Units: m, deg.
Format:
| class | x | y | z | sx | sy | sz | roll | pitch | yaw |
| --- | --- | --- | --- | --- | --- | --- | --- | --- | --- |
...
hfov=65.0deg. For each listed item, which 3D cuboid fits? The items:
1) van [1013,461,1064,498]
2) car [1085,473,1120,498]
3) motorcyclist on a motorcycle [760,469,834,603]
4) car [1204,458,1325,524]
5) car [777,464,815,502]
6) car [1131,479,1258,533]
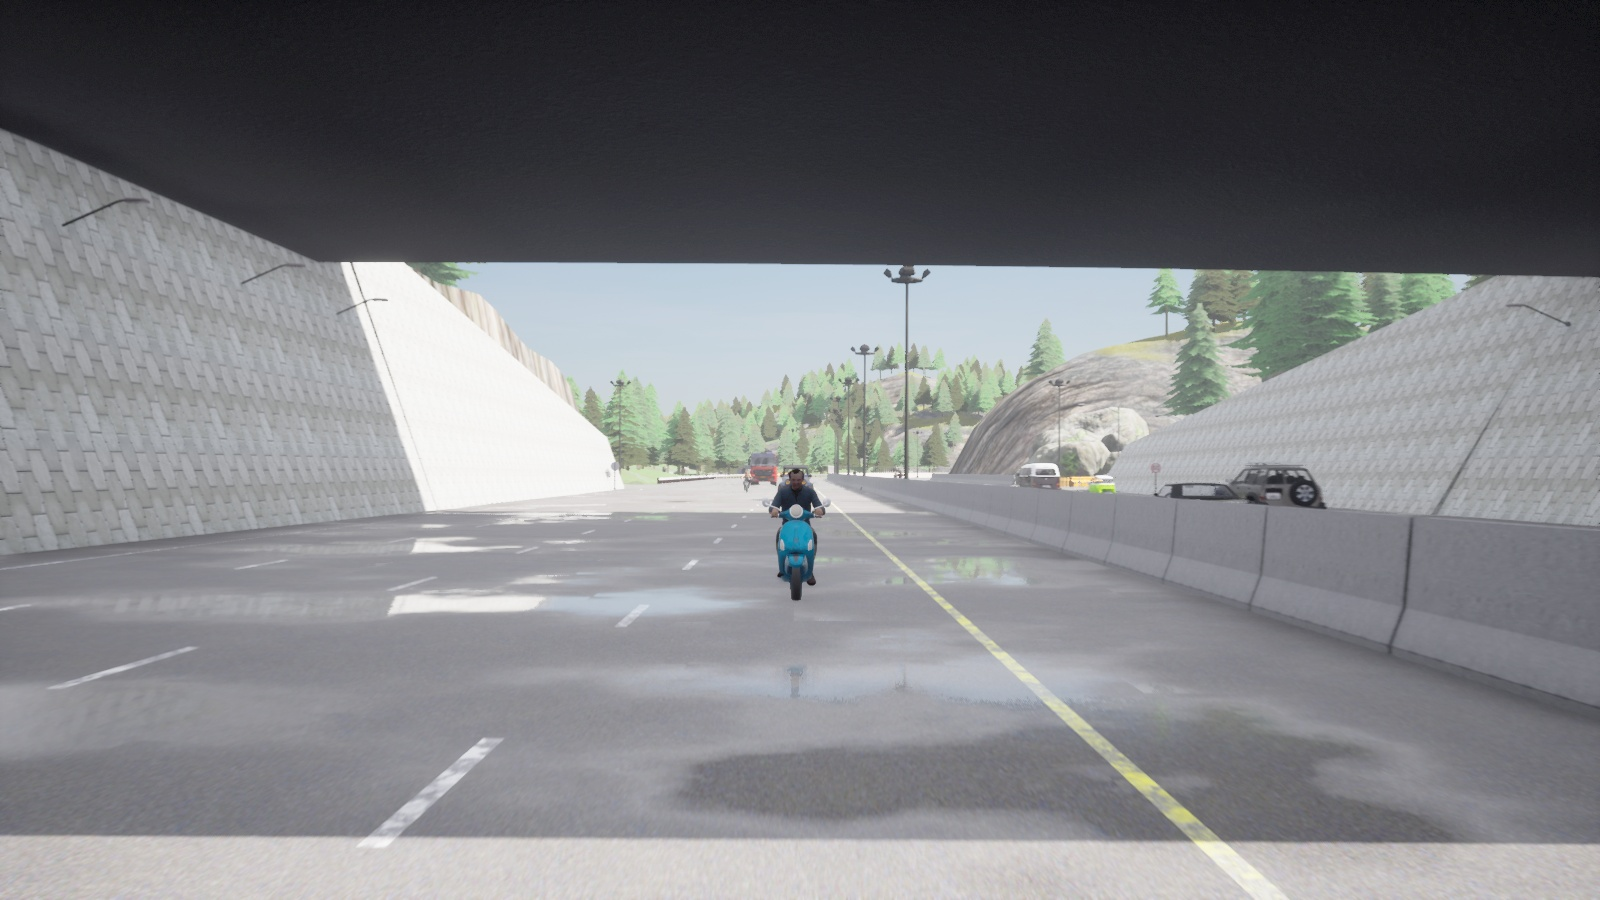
| class | x | y | z | sx | sy | sz | roll | pitch | yaw |
| --- | --- | --- | --- | --- | --- | --- | --- | --- | --- |
| van | 13.770 | 1.699 | 72.659 | 2.069 | 2.038 | 4.480 | 0 | -1 | 0 |
| car | 17.274 | 2.002 | 71.817 | 1.481 | 1.376 | 2.207 | 0 | -1 | 0 |
| motorcyclist on a motorcycle | -0.039 | 1.032 | 15.762 | 0.866 | 1.590 | 1.817 | 0 | -1 | 0 |
| car | 13.892 | 1.209 | 37.853 | 1.932 | 1.855 | 4.605 | 0 | -1 | 0 |
| car | -0.205 | 1.710 | 65.663 | 1.905 | 1.878 | 3.866 | 0 | -1 | 0 |
| car | 10.410 | 1.435 | 33.528 | 1.895 | 1.301 | 4.718 | 0 | -1 | 0 |
